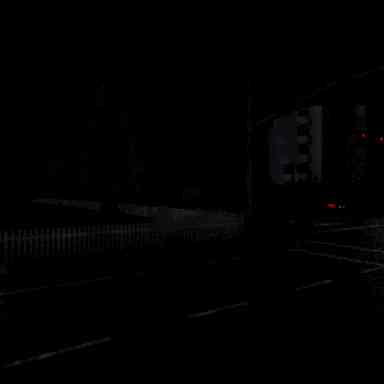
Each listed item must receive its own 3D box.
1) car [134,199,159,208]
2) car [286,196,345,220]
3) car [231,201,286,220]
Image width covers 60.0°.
[{"bbox_3d":[-6.535,1.698,47.797,1.895,1.301,4.718,0,0,-34],"label":"car"},{"bbox_3d":[10.491,1.330,29.241,2.150,2.045,5.566,0,0,-35],"label":"car"},{"bbox_3d":[5.549,1.584,29.764,2.128,1.511,4.902,0,0,-34],"label":"car"}]
